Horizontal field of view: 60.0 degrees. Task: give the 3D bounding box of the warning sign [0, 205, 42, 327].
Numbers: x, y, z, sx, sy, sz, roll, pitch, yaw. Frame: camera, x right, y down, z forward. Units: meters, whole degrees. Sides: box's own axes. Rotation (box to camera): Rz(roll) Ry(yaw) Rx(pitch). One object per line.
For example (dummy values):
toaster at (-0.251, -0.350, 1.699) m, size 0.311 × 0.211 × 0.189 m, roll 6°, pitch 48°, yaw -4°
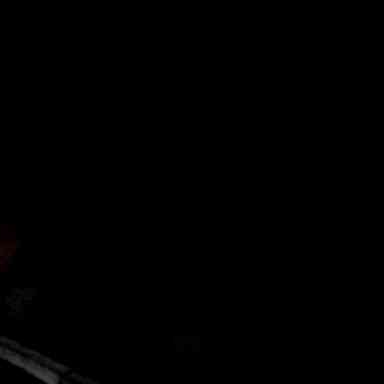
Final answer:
warning sign at (-3.401, 1.176, 5.499) m, size 1.060 × 1.860 × 1.300 m, roll -1°, pitch 0°, yaw 36°
